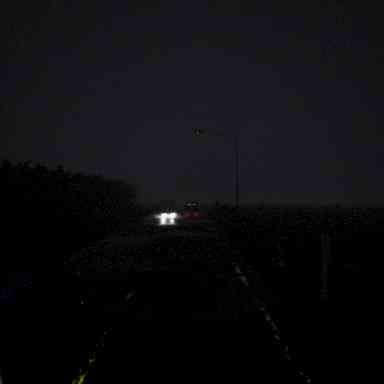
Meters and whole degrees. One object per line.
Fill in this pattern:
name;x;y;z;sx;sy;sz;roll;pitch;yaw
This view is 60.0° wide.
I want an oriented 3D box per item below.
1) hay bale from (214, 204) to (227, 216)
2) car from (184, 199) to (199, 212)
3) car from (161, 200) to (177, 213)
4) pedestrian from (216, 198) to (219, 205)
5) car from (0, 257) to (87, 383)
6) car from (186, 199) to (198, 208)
hay bale;3.085;1.930;36.161;1.220;1.180;1.240;0;0;0
car;-0.040;1.844;45.129;2.128;1.511;4.902;0;0;0
car;-2.891;1.818;42.192;2.128;1.511;4.902;0;0;0
pedestrian;2.779;1.586;37.261;0.375;1.860;0.375;0;0;-2
car;-2.857;1.595;4.266;1.994;1.385;4.181;0;0;0
car;-0.071;2.018;58.498;2.033;1.411;5.357;0;-1;0
